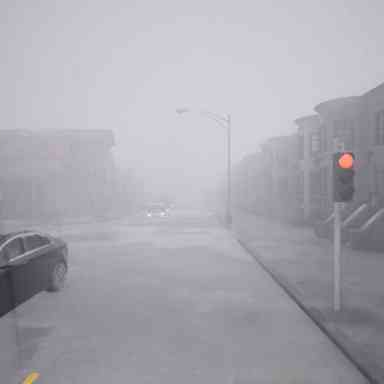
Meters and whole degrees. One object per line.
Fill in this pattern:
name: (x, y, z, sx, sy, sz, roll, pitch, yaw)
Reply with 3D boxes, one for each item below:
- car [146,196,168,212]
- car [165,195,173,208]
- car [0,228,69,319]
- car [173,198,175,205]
car: (-4.158, 1.526, 39.433, 1.812, 1.442, 4.674, 0, 0, -1)
car: (-4.160, 1.505, 48.619, 1.837, 1.490, 4.892, 0, 0, 0)
car: (-3.898, 1.492, 6.094, 2.128, 1.511, 4.902, 0, 0, 1)
car: (-4.143, 1.352, 58.411, 2.097, 1.767, 4.553, 0, 0, 0)
